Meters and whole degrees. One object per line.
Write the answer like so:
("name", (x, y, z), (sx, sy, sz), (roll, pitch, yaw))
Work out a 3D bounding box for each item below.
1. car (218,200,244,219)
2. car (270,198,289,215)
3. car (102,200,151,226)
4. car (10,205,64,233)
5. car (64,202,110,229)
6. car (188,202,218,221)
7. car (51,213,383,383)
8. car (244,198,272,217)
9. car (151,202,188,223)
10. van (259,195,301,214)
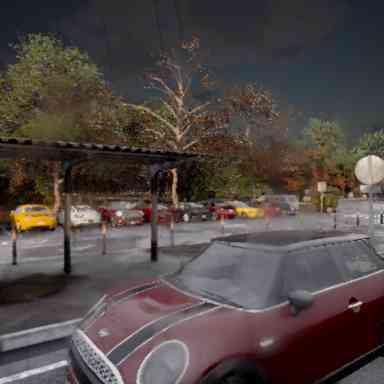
("car", (1.706, 1.559, 27.982), (2.163, 1.488, 4.792), (0, 0, -36))
("car", (6.221, 1.573, 31.212), (2.163, 1.488, 4.792), (0, 0, -36))
("car", (-5.067, 1.385, 23.141), (2.185, 1.767, 4.553), (0, 0, -36))
("car", (-9.561, 1.499, 19.882), (2.097, 1.535, 5.008), (0, 0, -36))
("car", (-7.305, 1.545, 21.499), (2.002, 1.452, 4.674), (0, 0, -36))
("car", (-0.530, 1.524, 26.340), (2.231, 1.521, 4.892), (0, 0, -36))
("car", (0.846, 1.350, 4.288), (4.553, 1.767, 2.097), (0, 0, -35))
("car", (4.088, 1.533, 29.421), (1.946, 1.575, 5.366), (0, 0, -36))
("car", (-2.795, 1.516, 24.735), (2.097, 1.535, 5.008), (0, 0, -36))
("van", (8.563, 1.324, 32.707), (1.878, 1.987, 4.442), (0, 0, -36))
